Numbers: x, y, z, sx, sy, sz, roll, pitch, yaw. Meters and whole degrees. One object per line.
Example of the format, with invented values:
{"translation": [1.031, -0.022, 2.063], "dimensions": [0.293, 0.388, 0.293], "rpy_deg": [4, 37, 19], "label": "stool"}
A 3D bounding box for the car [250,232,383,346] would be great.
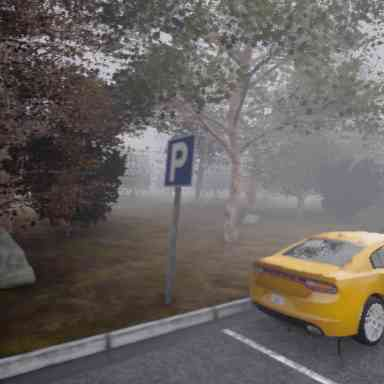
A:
{"translation": [3.381, 1.520, 6.469], "dimensions": [5.008, 1.535, 2.097], "rpy_deg": [1, -1, -33], "label": "car"}
